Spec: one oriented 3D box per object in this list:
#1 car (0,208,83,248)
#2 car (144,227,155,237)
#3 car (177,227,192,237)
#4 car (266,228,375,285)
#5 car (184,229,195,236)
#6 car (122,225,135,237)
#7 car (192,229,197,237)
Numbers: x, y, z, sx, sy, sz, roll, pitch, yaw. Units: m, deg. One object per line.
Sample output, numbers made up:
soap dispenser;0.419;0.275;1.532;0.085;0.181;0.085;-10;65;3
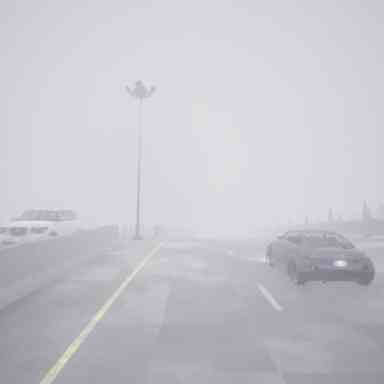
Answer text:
car;-7.113;1.766;16.240;2.150;2.045;5.566;0;-4;0
car;-7.089;6.927;57.874;2.097;1.767;4.553;0;-8;0
car;-1.267;6.057;50.550;1.801;1.575;5.366;0;-8;0
car;3.591;1.778;10.051;1.994;1.385;4.181;0;-2;0
car;-0.555;9.969;82.025;2.097;1.767;4.553;1;-8;-8
car;-10.579;6.782;57.744;2.150;2.045;5.566;0;-8;1
car;-0.054;8.291;66.975;1.994;1.385;4.181;0;-8;0
